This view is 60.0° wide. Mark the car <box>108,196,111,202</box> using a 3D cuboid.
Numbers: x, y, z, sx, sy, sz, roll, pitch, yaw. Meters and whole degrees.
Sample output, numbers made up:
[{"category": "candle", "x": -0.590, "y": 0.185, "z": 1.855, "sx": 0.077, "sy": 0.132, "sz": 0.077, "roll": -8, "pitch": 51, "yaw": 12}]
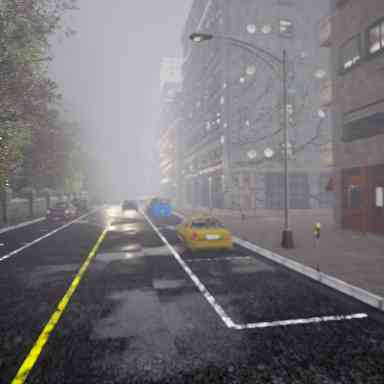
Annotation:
[{"category": "car", "x": -20.528, "y": 1.886, "z": 77.260, "sx": 1.947, "sy": 1.339, "sz": 4.313, "roll": 0, "pitch": 0, "yaw": -11}]

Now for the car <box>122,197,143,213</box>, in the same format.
[{"category": "car", "x": -7.365, "y": 1.609, "z": 39.682, "sx": 2.128, "sy": 1.511, "sz": 4.902, "roll": -1, "pitch": 0, "yaw": -11}]

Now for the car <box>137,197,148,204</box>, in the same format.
[{"category": "car", "x": -10.198, "y": 1.733, "z": 67.978, "sx": 2.008, "sy": 1.369, "sz": 4.403, "roll": 0, "pitch": 0, "yaw": -11}]

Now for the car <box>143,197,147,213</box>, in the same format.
[{"category": "car", "x": -3.887, "y": 1.512, "z": 35.352, "sx": 1.967, "sy": 1.590, "sz": 4.097, "roll": 0, "pitch": 0, "yaw": -11}]

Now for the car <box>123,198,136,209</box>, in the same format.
[{"category": "car", "x": -9.401, "y": 1.678, "z": 50.199, "sx": 1.812, "sy": 1.442, "sz": 4.674, "roll": -1, "pitch": 0, "yaw": -11}]

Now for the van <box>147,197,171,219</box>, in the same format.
[{"category": "van", "x": -2.836, "y": 1.395, "z": 29.914, "sx": 1.690, "sy": 1.788, "sz": 3.998, "roll": 0, "pitch": 0, "yaw": -11}]

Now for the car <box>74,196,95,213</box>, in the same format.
[{"category": "car", "x": -13.167, "y": 1.503, "z": 39.195, "sx": 2.192, "sy": 1.841, "sz": 5.009, "roll": 0, "pitch": 0, "yaw": -11}]

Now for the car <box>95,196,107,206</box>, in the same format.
[{"category": "car", "x": -17.374, "y": 1.577, "z": 60.947, "sx": 2.192, "sy": 1.841, "sz": 5.009, "roll": 0, "pitch": 0, "yaw": -11}]

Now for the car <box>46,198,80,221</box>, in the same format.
[{"category": "car", "x": -11.062, "y": 1.593, "z": 28.320, "sx": 1.967, "sy": 1.590, "sz": 4.097, "roll": 0, "pitch": 0, "yaw": -11}]

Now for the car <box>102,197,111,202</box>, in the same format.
[{"category": "car", "x": -22.631, "y": 1.944, "z": 88.136, "sx": 1.802, "sy": 1.307, "sz": 4.206, "roll": 0, "pitch": 0, "yaw": -11}]

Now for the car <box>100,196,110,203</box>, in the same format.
[{"category": "car", "x": -21.581, "y": 1.781, "z": 82.698, "sx": 1.967, "sy": 1.590, "sz": 4.097, "roll": 0, "pitch": 0, "yaw": -11}]

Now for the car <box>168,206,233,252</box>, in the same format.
[{"category": "car", "x": 0.289, "y": 1.530, "z": 13.767, "sx": 1.752, "sy": 1.417, "sz": 4.829, "roll": 0, "pitch": 0, "yaw": -11}]
